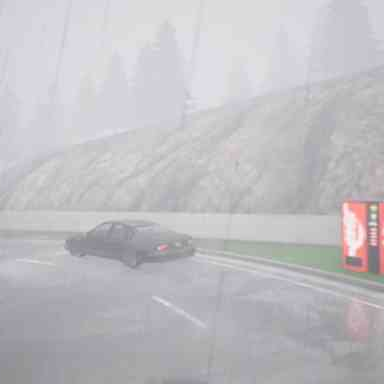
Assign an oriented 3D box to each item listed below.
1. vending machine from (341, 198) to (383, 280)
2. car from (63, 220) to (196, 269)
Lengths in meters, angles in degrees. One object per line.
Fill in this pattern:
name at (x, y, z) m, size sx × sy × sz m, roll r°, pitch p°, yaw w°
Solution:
vending machine at (4.890, 1.235, 9.246) m, size 1.100 × 2.100 × 0.880 m, roll 0°, pitch -1°, yaw -31°
car at (-2.387, 1.696, 11.751) m, size 5.357 × 1.411 × 2.033 m, roll -1°, pitch -1°, yaw 39°
